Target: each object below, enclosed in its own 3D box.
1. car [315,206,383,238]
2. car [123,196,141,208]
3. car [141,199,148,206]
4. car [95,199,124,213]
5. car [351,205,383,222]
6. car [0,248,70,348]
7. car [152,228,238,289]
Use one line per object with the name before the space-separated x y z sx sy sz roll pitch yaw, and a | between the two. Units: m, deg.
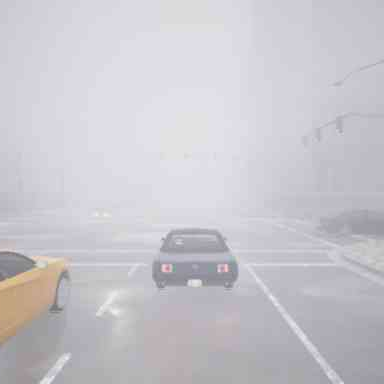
car | 9.303 1.623 17.980 5.008 1.535 1.882 0 0 0
car | -10.572 1.671 56.272 2.150 2.045 5.566 0 -1 1
car | -10.298 2.089 69.634 2.033 1.411 5.357 0 0 1
car | -10.751 1.887 42.729 2.033 1.411 5.357 0 0 3
car | 16.471 1.828 28.539 4.718 1.301 1.895 0 0 0
car | -3.435 1.517 4.860 1.882 1.535 5.008 0 -1 0
car | 0.058 1.676 9.350 1.895 1.301 4.718 0 0 0
